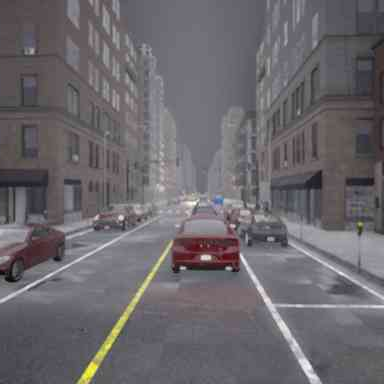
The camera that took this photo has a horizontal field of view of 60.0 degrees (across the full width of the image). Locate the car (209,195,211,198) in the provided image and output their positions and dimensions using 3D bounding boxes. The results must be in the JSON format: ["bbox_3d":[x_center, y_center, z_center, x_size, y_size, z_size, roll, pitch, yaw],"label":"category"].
[{"bbox_3d":[5.015,1.717,69.931,1.802,1.307,4.206,0,0,2],"label":"car"}]

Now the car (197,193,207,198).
[{"bbox_3d":[3.028,1.513,88.749,2.097,1.767,4.553,0,0,2],"label":"car"}]

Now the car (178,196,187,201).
[{"bbox_3d":[-2.415,1.725,87.238,1.947,1.339,4.313,0,0,2],"label":"car"}]

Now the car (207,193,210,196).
[{"bbox_3d":[5.606,1.475,86.966,2.192,1.841,5.009,0,0,2],"label":"car"}]

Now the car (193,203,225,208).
[{"bbox_3d":[0.801,1.606,21.246,1.994,1.385,4.181,0,0,1],"label":"car"}]

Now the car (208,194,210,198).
[{"bbox_3d":[5.409,1.735,81.288,1.802,1.307,4.206,0,0,2],"label":"car"}]

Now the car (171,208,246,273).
[{"bbox_3d":[0.432,1.499,10.814,1.882,1.535,5.008,0,0,2],"label":"car"}]

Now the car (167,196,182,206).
[{"bbox_3d":[-3.399,1.664,58.845,2.008,1.369,4.403,0,0,2],"label":"car"}]

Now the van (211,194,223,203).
[{"bbox_3d":[4.622,1.455,58.577,1.690,1.788,3.998,0,0,2],"label":"van"}]

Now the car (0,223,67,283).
[{"bbox_3d":[-5.100,1.600,9.720,1.802,1.307,4.206,0,0,2],"label":"car"}]

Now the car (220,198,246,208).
[{"bbox_3d":[3.494,1.492,25.996,1.967,1.590,4.097,0,0,2],"label":"car"}]

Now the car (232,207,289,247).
[{"bbox_3d":[3.112,1.581,14.964,2.008,1.369,4.403,0,0,2],"label":"car"}]

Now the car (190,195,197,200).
[{"bbox_3d":[0.439,1.462,93.447,1.994,1.385,4.181,0,0,2],"label":"car"}]

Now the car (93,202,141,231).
[{"bbox_3d":[-4.718,1.480,20.751,1.967,1.590,4.097,0,0,2],"label":"car"}]

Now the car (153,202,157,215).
[{"bbox_3d":[-4.336,1.612,31.780,2.008,1.369,4.403,0,0,2],"label":"car"}]

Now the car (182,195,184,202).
[{"bbox_3d":[-3.202,1.668,64.524,1.887,1.381,4.507,0,0,2],"label":"car"}]

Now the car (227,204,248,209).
[{"bbox_3d":[3.303,1.623,20.480,1.802,1.307,4.206,0,0,2],"label":"car"}]

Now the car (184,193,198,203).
[{"bbox_3d":[-0.130,1.624,77.011,1.882,1.535,5.008,0,0,2],"label":"car"}]

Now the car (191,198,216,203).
[{"bbox_3d":[1.033,1.587,31.208,1.812,1.442,4.674,0,0,2],"label":"car"}]

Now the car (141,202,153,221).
[{"bbox_3d":[-4.533,1.576,26.095,1.752,1.417,4.829,0,0,2],"label":"car"}]
